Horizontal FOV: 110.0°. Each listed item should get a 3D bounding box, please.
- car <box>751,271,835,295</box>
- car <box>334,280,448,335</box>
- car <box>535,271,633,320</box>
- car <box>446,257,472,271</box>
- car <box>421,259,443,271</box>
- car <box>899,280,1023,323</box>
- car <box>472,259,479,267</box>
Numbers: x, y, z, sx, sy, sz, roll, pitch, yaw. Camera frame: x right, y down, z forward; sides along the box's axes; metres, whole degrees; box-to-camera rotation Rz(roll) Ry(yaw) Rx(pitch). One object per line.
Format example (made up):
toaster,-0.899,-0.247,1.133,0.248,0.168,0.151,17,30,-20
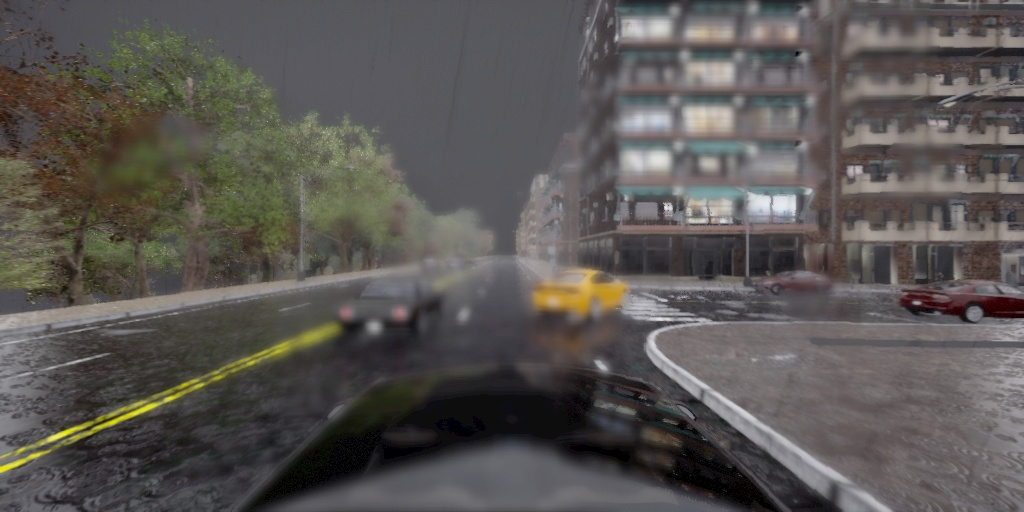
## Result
car,16.289,1.527,20.867,4.207,1.307,1.802,0,0,0
car,-3.160,1.347,10.488,1.895,1.301,4.718,0,0,0
car,2.746,1.275,13.024,1.882,1.535,5.008,-1,-1,36
car,-6.591,1.057,44.185,2.128,1.511,4.902,0,0,0
car,-9.838,1.092,43.997,1.812,1.442,4.674,0,0,0
car,16.339,1.529,12.519,4.507,1.381,1.888,0,0,0
car,-6.547,1.103,59.416,1.895,1.301,4.718,0,0,1
